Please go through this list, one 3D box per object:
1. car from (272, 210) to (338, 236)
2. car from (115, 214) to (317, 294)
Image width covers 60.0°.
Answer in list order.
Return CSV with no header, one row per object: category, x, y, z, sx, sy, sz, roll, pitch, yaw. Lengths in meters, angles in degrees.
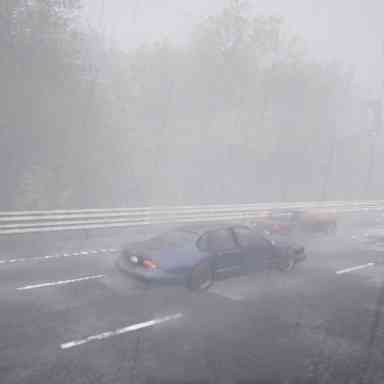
car,5.154,1.560,16.401,4.718,1.301,1.895,0,0,-37
car,0.747,1.521,8.778,5.357,1.411,2.033,0,0,-37
